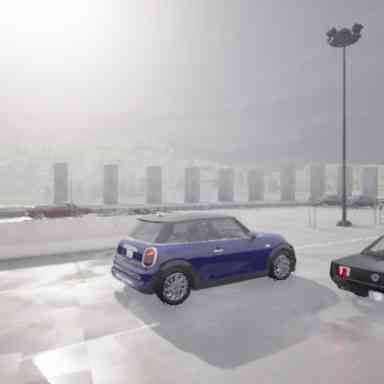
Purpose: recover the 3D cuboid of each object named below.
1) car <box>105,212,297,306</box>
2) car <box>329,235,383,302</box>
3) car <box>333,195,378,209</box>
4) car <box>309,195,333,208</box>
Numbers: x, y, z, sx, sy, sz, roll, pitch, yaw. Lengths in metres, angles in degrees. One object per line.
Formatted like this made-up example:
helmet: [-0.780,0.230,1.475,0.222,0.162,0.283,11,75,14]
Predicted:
car: [0.461,1.296,8.141,4.553,1.767,2.097,0,0,-34]
car: [5.142,1.530,7.044,4.718,1.301,1.895,-1,0,-32]
car: [19.232,1.148,38.485,4.902,1.511,2.128,0,0,-23]
car: [16.818,1.152,41.254,4.892,1.490,1.837,-1,0,-24]
